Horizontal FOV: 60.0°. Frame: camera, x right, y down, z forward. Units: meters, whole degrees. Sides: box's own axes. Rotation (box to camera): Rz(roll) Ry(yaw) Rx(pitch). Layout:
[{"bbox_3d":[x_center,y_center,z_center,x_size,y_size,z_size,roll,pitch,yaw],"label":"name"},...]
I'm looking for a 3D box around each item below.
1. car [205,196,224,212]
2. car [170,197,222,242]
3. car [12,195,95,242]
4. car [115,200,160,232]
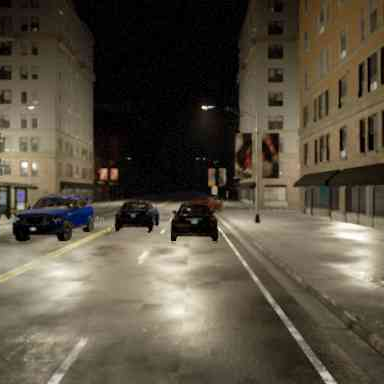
[{"bbox_3d":[1.750,1.244,34.749,2.097,1.767,4.553,0,0,25],"label":"car"},{"bbox_3d":[0.102,1.296,16.236,2.097,1.767,4.553,0,0,0],"label":"car"},{"bbox_3d":[-6.535,1.168,16.489,2.150,2.045,5.566,0,0,1],"label":"car"},{"bbox_3d":[-3.143,1.287,19.893,2.097,1.767,4.553,0,0,0],"label":"car"}]
